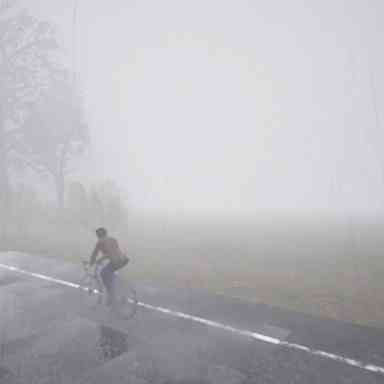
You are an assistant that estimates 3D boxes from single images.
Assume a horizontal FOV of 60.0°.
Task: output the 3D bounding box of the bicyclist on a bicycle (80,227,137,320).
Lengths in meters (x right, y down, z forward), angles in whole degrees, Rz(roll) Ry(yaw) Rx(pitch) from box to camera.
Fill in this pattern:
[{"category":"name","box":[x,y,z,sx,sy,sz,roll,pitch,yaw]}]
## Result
[{"category":"bicyclist on a bicycle","box":[-1.621,1.499,6.285,1.656,1.620,0.582,-1,-1,36]}]
